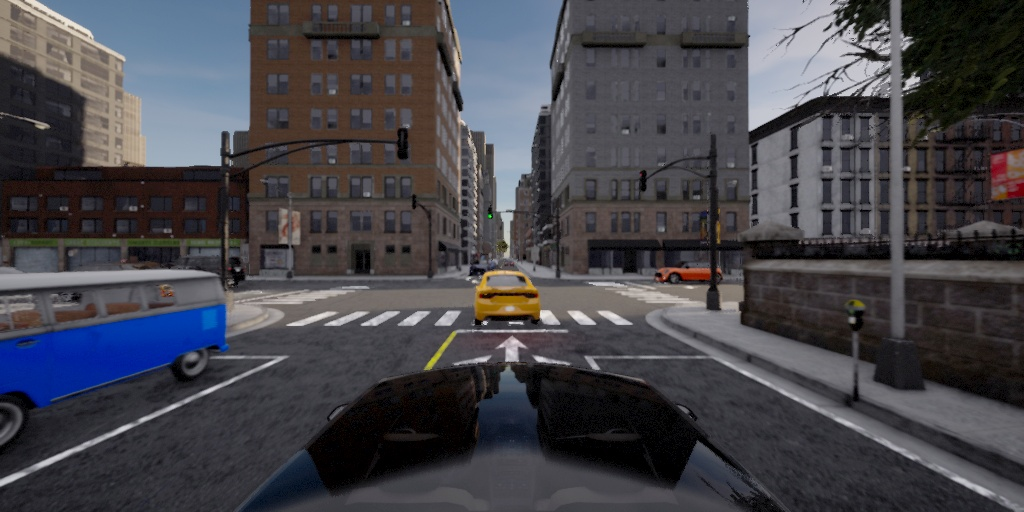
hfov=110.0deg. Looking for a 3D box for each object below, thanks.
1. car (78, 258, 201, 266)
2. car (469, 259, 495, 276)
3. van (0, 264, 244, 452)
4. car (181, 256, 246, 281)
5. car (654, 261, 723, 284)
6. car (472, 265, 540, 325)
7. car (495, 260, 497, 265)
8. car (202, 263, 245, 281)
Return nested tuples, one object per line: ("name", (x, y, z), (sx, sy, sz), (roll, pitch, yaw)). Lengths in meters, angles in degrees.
("car", (-17.663, 1.116, 16.561), (4.553, 1.767, 2.097), (0, 0, -1))
("car", (-3.244, 1.159, 37.847), (2.097, 1.767, 4.553), (0, 0, 1))
("van", (-5.856, 1.095, 4.654), (1.690, 1.789, 3.998), (0, 0, 0))
("car", (-20.498, 1.024, 23.272), (5.566, 2.045, 2.150), (0, 0, -1))
("car", (13.138, 1.145, 26.928), (4.553, 1.767, 2.097), (0, 0, -1))
("car", (-0.315, 1.233, 12.005), (1.882, 1.535, 5.008), (0, 0, -6))
("car", (-3.315, 1.299, 46.955), (1.882, 1.535, 5.008), (0, 0, 0))
("car", (-18.038, 1.287, 19.805), (4.892, 1.490, 1.837), (0, 0, -1))
